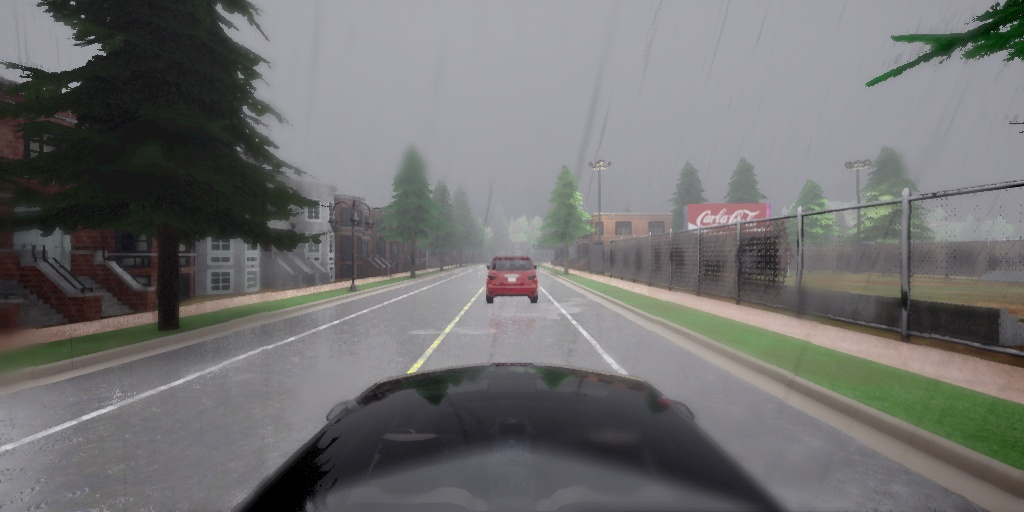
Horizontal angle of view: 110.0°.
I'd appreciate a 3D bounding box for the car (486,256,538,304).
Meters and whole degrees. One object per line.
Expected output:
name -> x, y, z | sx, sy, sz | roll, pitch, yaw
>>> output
car -> 0.000, 1.008, 16.530 | 2.150, 2.045, 5.566 | 0, 0, 0
